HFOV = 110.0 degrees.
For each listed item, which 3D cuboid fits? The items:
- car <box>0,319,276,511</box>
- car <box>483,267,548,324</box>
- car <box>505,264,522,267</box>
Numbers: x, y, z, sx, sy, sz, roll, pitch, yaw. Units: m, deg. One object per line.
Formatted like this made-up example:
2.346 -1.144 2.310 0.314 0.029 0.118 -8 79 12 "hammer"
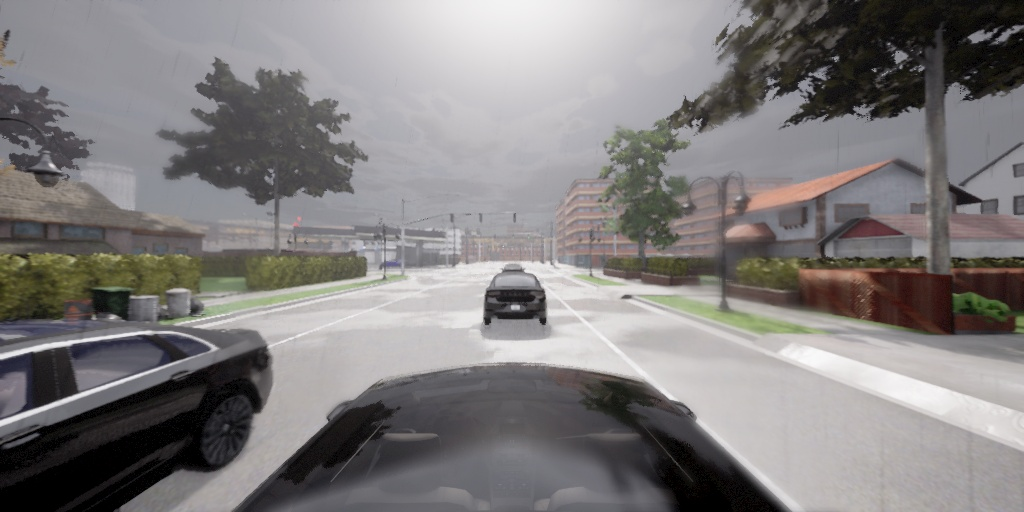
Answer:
-3.599 1.243 2.033 2.128 1.511 4.902 0 0 0 "car"
0.099 1.278 12.264 1.882 1.535 5.008 0 -1 0 "car"
0.096 1.385 29.525 1.837 1.490 4.892 0 0 0 "car"
